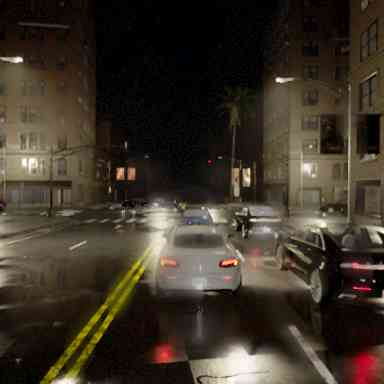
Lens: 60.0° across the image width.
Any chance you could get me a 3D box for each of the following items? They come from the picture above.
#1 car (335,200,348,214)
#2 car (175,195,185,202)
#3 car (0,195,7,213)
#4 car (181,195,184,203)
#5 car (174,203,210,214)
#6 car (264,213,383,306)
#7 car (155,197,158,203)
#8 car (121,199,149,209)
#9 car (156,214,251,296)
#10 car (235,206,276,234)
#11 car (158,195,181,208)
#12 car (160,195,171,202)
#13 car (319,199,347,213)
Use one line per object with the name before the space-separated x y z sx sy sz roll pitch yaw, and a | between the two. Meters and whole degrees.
car | 16.411 1.745 31.703 4.313 1.339 1.947 0 0 1
car | -2.762 1.469 77.851 2.033 1.411 5.357 0 0 0
car | -20.729 1.329 32.039 5.008 1.535 1.882 0 1 -8
car | -2.845 1.498 67.349 2.033 1.411 5.357 0 0 1
car | 0.211 1.534 17.993 2.033 1.411 5.357 0 0 0
car | 3.378 1.486 7.998 2.128 1.511 4.902 0 0 1
car | -6.124 1.554 65.575 1.895 1.301 4.718 0 0 1
car | -7.227 1.505 42.501 1.895 1.301 4.718 0 -2 15
car | 0.152 1.519 8.538 1.812 1.442 4.674 0 0 0
car | 3.358 1.479 17.306 2.128 1.511 4.902 0 0 0
car | -3.058 1.309 45.652 2.097 1.767 4.553 0 0 0
car | -6.021 1.476 76.433 2.033 1.411 5.357 0 0 0
car | 16.968 1.572 37.647 5.008 1.535 1.882 0 1 1
